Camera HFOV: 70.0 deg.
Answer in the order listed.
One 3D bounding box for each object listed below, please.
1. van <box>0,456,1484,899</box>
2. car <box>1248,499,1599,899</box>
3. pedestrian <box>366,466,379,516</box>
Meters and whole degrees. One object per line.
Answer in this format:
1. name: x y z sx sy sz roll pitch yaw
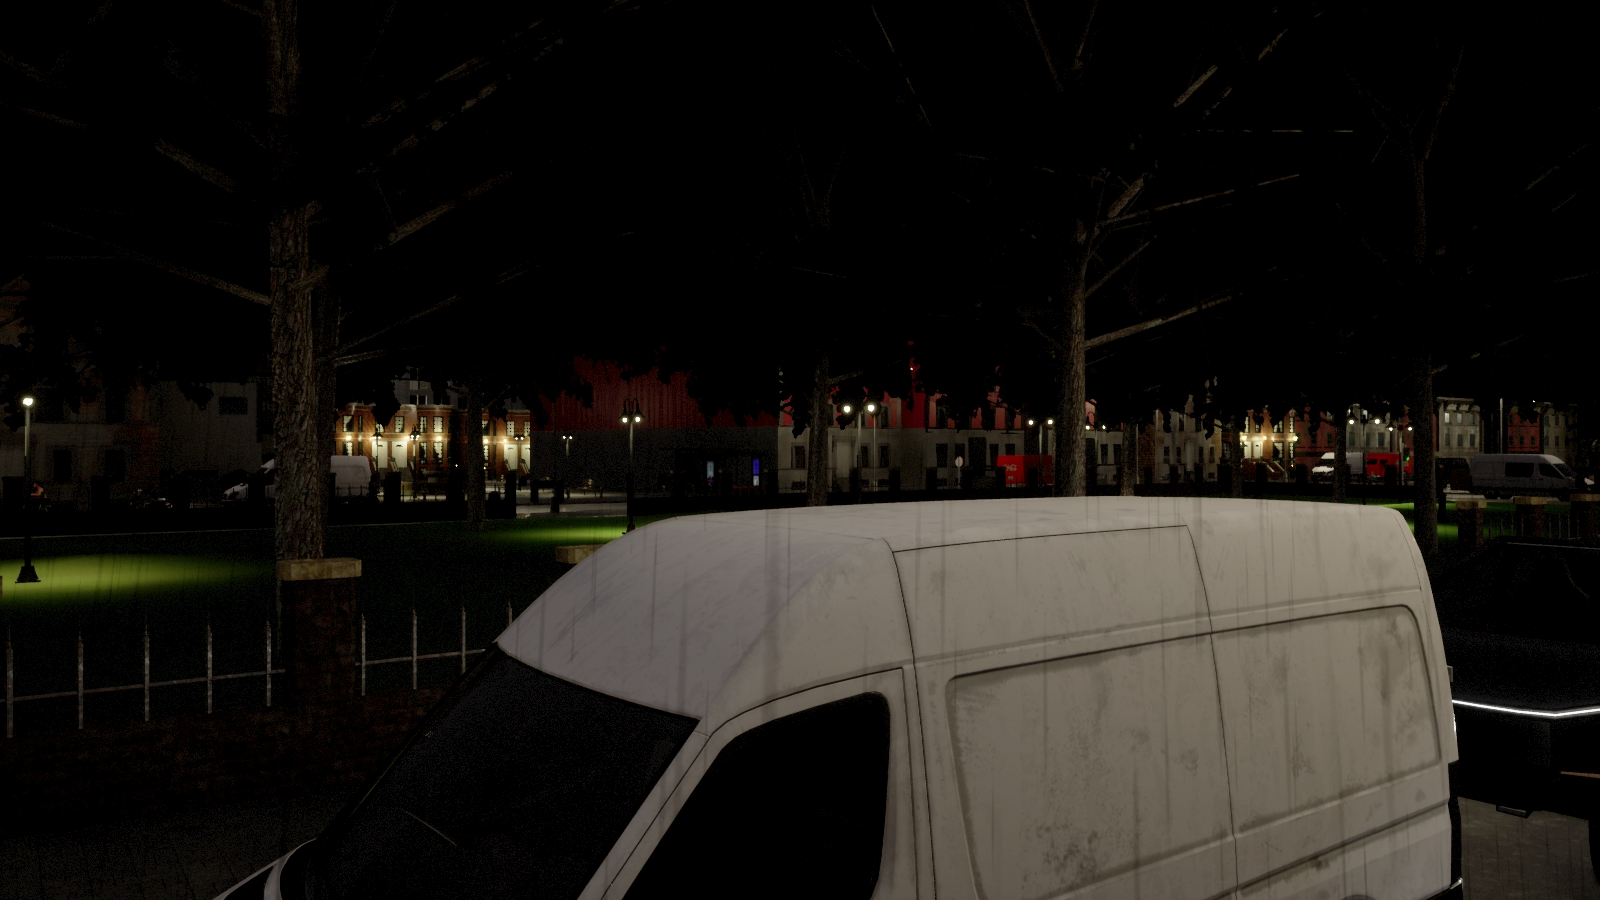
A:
1. van: 0.300 1.313 4.618 5.915 2.561 1.988 0 0 -35
2. car: 6.572 1.529 8.999 6.274 2.098 2.390 0 0 -32
3. pedestrian: -15.955 1.520 42.656 0.375 1.860 0.375 0 0 -35
